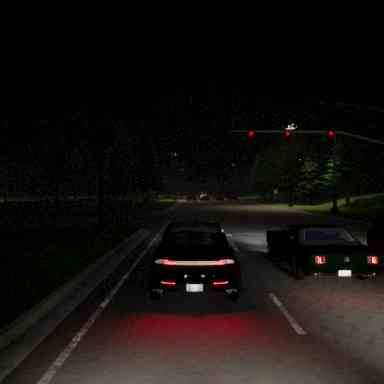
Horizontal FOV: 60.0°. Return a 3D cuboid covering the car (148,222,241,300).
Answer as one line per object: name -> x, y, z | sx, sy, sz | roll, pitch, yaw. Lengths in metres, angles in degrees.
car -> 0.055, 1.491, 8.344 | 2.128, 1.511, 4.902 | 0, 0, 0

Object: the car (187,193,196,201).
car -> -0.154, 1.208, 82.234 | 2.150, 2.045, 5.566 | 0, 0, 0

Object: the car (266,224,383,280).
car -> 3.561, 1.600, 9.942 | 1.895, 1.301, 4.718 | 0, 0, 0

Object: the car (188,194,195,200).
car -> -0.174, 1.300, 92.624 | 1.882, 1.535, 5.008 | 0, 0, 0

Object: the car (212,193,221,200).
car -> 6.826, 1.177, 92.607 | 2.097, 1.767, 4.553 | 0, 0, 0

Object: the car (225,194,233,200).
car -> 10.326, 1.322, 92.643 | 1.837, 1.490, 4.892 | 0, 0, 0

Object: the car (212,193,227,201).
car -> 6.846, 1.522, 82.217 | 2.033, 1.411, 5.357 | 0, 0, 0

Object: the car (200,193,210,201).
car -> 3.345, 1.536, 82.627 | 1.994, 1.385, 4.181 | 0, 0, 0

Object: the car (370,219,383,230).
car -> 7.056, 1.220, 9.039 | 2.150, 2.045, 5.566 | 0, 0, 0

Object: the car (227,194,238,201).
car -> 10.345, 1.507, 82.640 | 1.812, 1.442, 4.674 | 0, 0, 0
